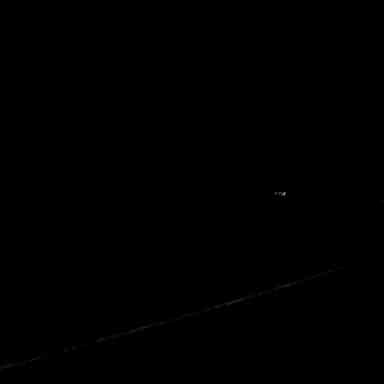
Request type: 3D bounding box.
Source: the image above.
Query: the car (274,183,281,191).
[{"bbox_3d":[14.307,-1.026,54.929,2.097,1.767,4.553,-3,3,13],"label":"car"}]
